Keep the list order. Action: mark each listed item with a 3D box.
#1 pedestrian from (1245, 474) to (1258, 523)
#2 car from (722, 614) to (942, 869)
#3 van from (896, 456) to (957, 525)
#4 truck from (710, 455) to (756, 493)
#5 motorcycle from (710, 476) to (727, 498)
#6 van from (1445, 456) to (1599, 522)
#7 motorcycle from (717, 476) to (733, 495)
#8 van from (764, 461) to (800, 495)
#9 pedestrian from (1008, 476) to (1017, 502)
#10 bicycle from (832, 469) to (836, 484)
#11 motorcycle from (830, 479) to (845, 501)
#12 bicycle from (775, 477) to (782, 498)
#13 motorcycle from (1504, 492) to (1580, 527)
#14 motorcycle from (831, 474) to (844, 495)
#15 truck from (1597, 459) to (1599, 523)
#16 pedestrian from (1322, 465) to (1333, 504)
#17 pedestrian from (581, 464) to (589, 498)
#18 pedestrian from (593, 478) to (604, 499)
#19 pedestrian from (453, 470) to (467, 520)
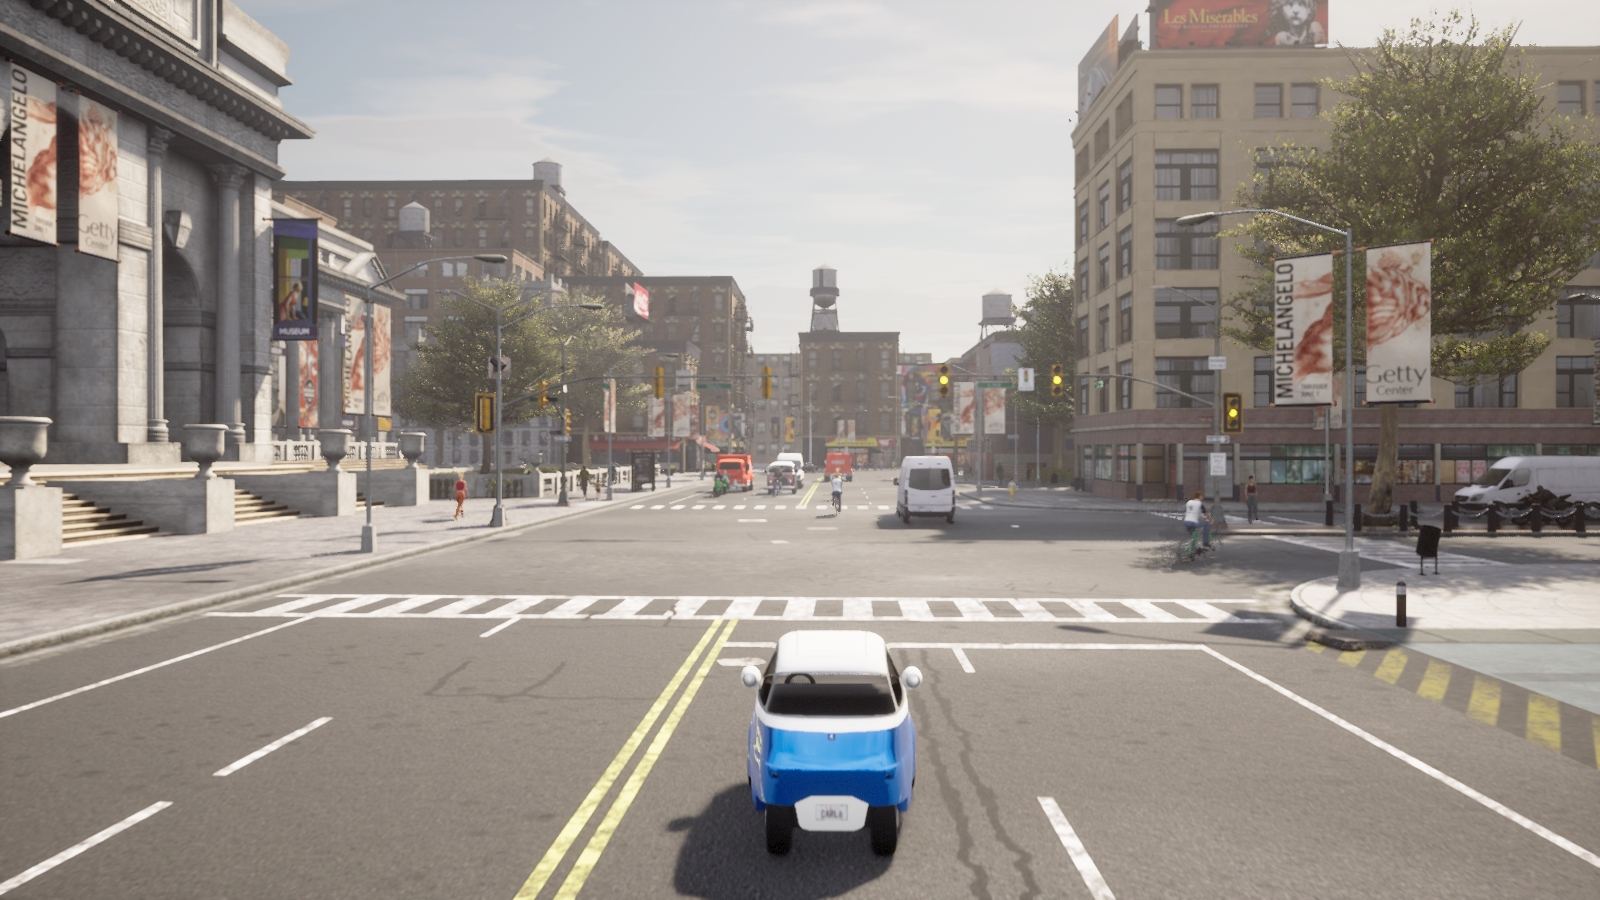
[{"bbox_3d":[17.224,1.841,43.613,0.375,1.860,0.375,0,0,8],"label":"pedestrian"},{"bbox_3d":[0.242,2.119,8.796,1.481,1.376,2.207,0,0,2],"label":"car"},{"bbox_3d":[4.973,1.527,45.685,1.988,2.561,5.915,0,0,2],"label":"van"},{"bbox_3d":[-4.487,1.555,76.854,2.627,2.467,5.204,0,0,2],"label":"truck"},{"bbox_3d":[-4.814,2.171,67.518,0.856,1.236,1.805,0,0,2],"label":"motorcycle"},{"bbox_3d":[29.464,1.527,45.892,5.915,2.561,1.988,0,0,2],"label":"van"},{"bbox_3d":[-4.650,2.201,71.402,0.803,1.145,2.033,0,0,2],"label":"motorcycle"},{"bbox_3d":[-1.128,1.770,72.510,2.069,2.038,4.480,0,0,2],"label":"van"},{"bbox_3d":[10.763,1.966,57.953,0.375,1.300,0.375,0,0,-3],"label":"pedestrian"},{"bbox_3d":[2.809,2.190,94.575,0.373,1.196,1.643,0,0,2],"label":"bicycle"},{"bbox_3d":[2.090,2.202,63.648,0.803,1.145,2.033,0,0,2],"label":"motorcycle"},{"bbox_3d":[-1.285,2.199,67.510,0.329,1.171,1.835,0,0,2],"label":"bicycle"},{"bbox_3d":[27.556,2.198,42.454,2.209,1.251,0.867,0,0,2],"label":"motorcycle"},{"bbox_3d":[2.373,2.157,72.251,0.764,1.277,2.356,0,0,2],"label":"motorcycle"},{"bbox_3d":[33.048,1.558,42.288,5.204,2.467,2.627,0,0,2],"label":"truck"},{"bbox_3d":[25.774,1.688,55.816,0.375,1.860,0.375,0,0,1],"label":"pedestrian"},{"bbox_3d":[-11.662,1.685,61.941,0.375,1.860,0.375,0,0,-7],"label":"pedestrian"},{"bbox_3d":[-10.771,2.066,61.043,0.500,1.100,0.500,0,0,-3],"label":"pedestrian"},{"bbox_3d":[-12.746,1.690,42.838,0.375,1.860,0.375,0,0,4],"label":"pedestrian"}]
